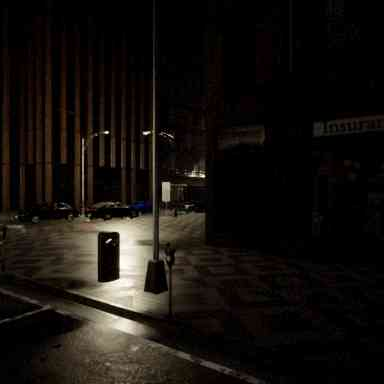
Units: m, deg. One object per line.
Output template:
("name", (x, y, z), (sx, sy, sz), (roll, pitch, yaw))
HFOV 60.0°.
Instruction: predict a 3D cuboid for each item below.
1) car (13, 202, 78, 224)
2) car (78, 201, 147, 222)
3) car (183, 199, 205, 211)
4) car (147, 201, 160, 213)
("car", (-11.184, 1.567, 25.791), (1.837, 1.490, 4.892), (0, 0, 35))
("car", (-6.343, 1.559, 27.093), (2.128, 1.511, 4.902), (0, 0, 35))
("car", (0.785, 1.628, 42.693), (2.128, 1.511, 4.902), (0, 0, 35))
("car", (-5.251, 1.625, 34.184), (1.812, 1.442, 4.674), (0, 0, 36))
